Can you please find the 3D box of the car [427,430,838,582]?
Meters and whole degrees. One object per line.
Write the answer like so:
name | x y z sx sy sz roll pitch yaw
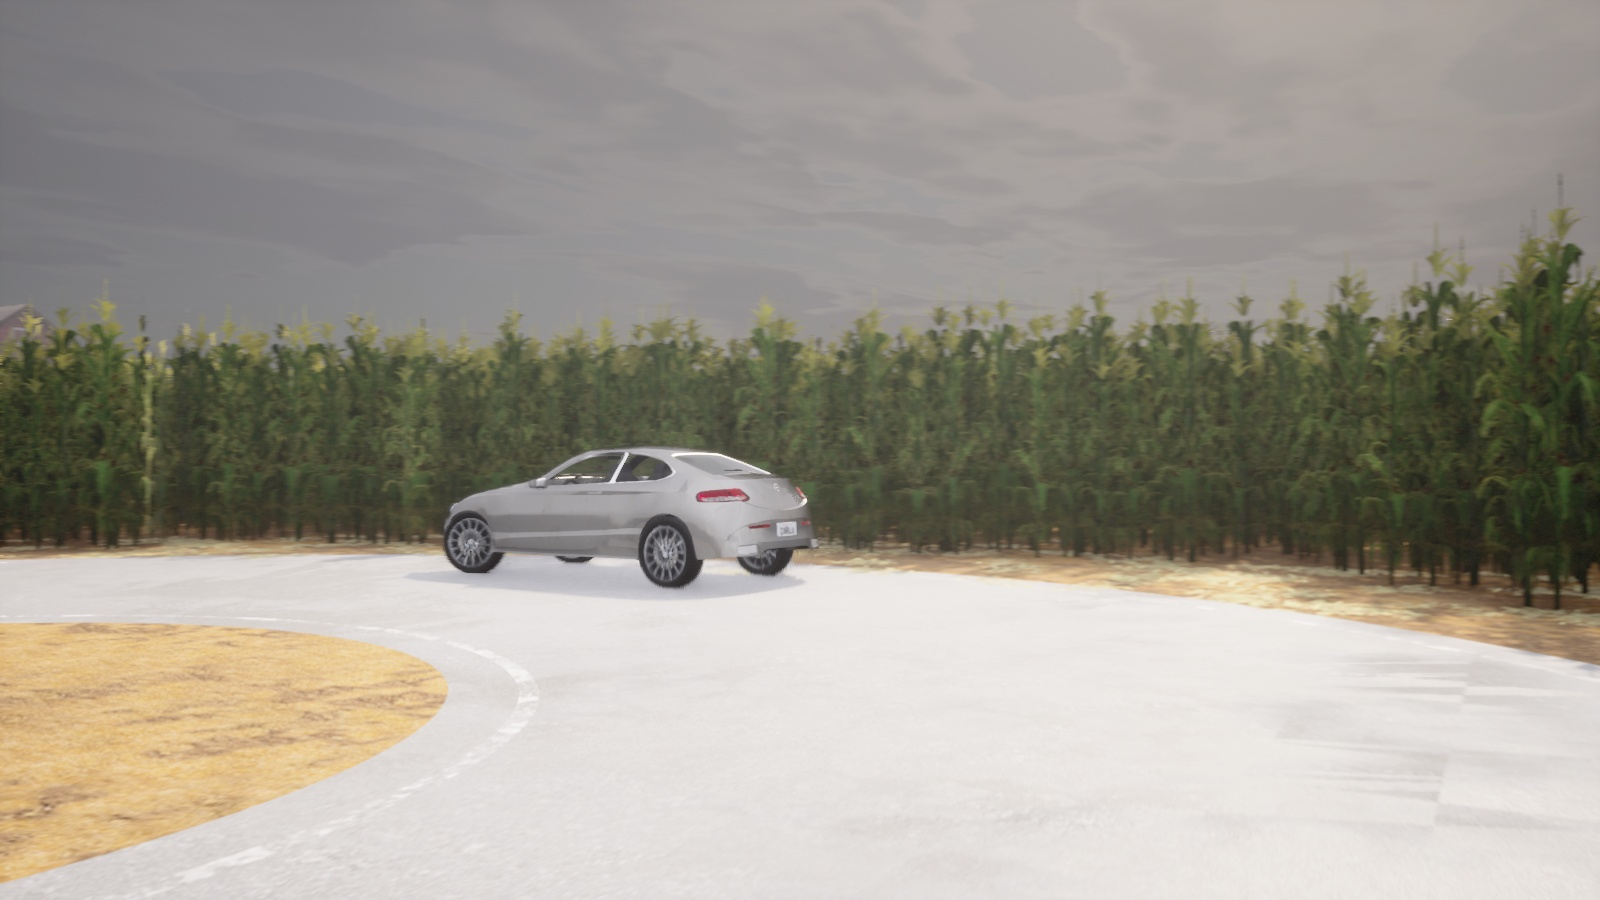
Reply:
car | -2.222 0.633 16.003 5.027 1.651 2.152 -1 -1 34
